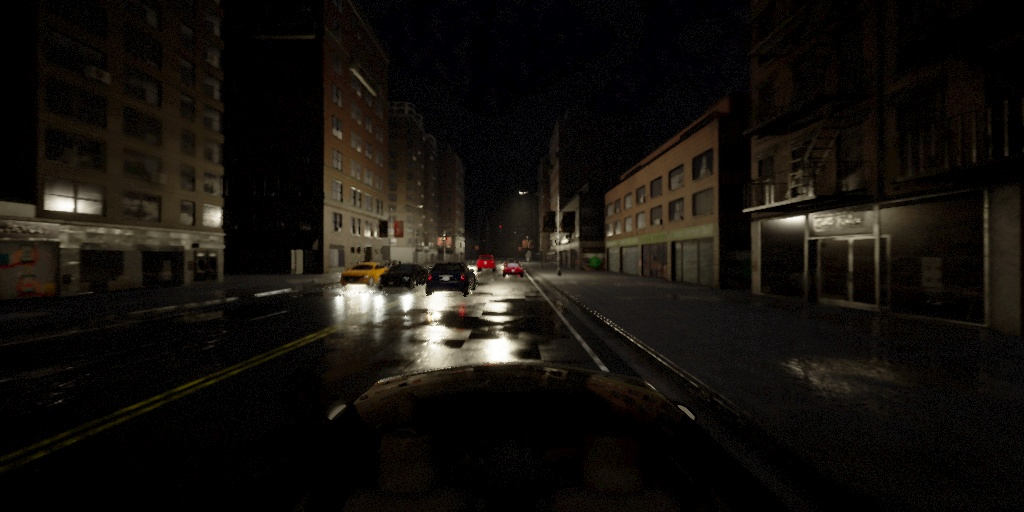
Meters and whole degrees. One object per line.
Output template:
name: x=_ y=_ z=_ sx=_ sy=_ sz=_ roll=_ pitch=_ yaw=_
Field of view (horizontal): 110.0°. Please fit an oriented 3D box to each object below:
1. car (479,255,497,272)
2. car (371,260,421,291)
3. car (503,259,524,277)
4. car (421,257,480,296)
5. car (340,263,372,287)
car: x=-3.144 y=0.940 z=44.977 sx=2.150 sy=2.045 sz=5.566 roll=0 pitch=0 yaw=0
car: x=-6.597 y=1.214 z=22.068 sx=1.882 sy=1.535 sz=5.008 roll=0 pitch=0 yaw=0
car: x=0.101 y=1.290 z=34.632 sx=1.994 sy=1.385 sz=4.181 roll=0 pitch=0 yaw=0
car: x=-3.148 y=1.090 z=19.252 sx=2.097 sy=1.767 sz=4.553 roll=0 pitch=0 yaw=0
car: x=-9.846 y=1.212 z=24.395 sx=1.882 sy=1.535 sz=5.008 roll=0 pitch=0 yaw=0
